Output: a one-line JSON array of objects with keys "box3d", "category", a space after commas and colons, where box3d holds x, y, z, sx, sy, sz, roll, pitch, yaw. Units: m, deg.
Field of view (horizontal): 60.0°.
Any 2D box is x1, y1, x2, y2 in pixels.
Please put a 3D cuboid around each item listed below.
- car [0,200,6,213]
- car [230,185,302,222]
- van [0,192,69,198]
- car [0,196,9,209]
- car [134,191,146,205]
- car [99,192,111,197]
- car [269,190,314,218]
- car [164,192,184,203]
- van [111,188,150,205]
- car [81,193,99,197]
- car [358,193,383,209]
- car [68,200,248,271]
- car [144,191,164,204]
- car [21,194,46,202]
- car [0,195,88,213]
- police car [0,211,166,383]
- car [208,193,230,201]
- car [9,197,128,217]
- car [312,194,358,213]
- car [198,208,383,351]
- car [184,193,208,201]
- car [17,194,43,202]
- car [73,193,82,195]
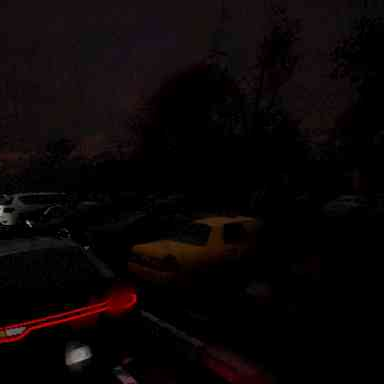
[{"box3d": [-8.935, 1.294, 12.911, 2.097, 1.767, 4.553, -2, 1, -39], "category": "car"}, {"box3d": [5.649, 0.569, 22.991, 5.566, 2.045, 2.435, -2, 1, -39], "category": "car"}, {"box3d": [-11.345, 1.040, 23.442, 4.442, 1.987, 1.878, -2, 1, -39], "category": "van"}, {"box3d": [-25.518, 1.351, 40.816, 4.892, 1.521, 2.231, -2, 1, -39], "category": "car"}, {"box3d": [-3.082, 0.880, 33.838, 4.674, 1.452, 2.002, -2, 1, -39], "category": "car"}, {"box3d": [-8.359, 0.732, 40.314, 4.553, 1.767, 2.185, -2, 1, -39], "category": "car"}, {"box3d": [7.426, 0.819, 20.845, 5.008, 1.535, 2.097, -2, 2, -39], "category": "car"}, {"box3d": [0.418, 0.831, 29.504, 5.008, 1.535, 2.097, -2, 1, -39], "category": "car"}, {"box3d": [-6.500, 0.619, 38.241, 4.442, 1.987, 1.878, -2, 1, -39], "category": "van"}, {"box3d": [-11.824, 0.919, 44.672, 4.674, 1.452, 2.002, -2, 1, -39], "category": "car"}, {"box3d": [10.905, 0.572, 16.496, 5.566, 2.045, 2.435, -2, 2, -39], "category": "car"}, {"box3d": [-0.853, 1.254, 10.295, 5.008, 1.535, 2.097, -2, 2, -39], "category": "car"}, {"box3d": [-1.474, 0.839, 31.557, 5.366, 1.575, 1.946, -2, 1, -39], "category": "car"}, {"box3d": [-34.935, 1.289, 73.359, 4.674, 1.452, 2.002, -2, 1, -39], "category": "car"}, {"box3d": [-9.671, 1.265, 21.190, 5.008, 1.535, 2.097, -2, 1, -39], "category": "car"}, {"box3d": [-2.727, 1.368, 5.224, 1.930, 1.638, 5.238, -2, 2, -39], "category": "police car"}, {"box3d": [3.949, 0.851, 25.196, 4.792, 1.488, 2.163, -2, 1, -39], "category": "car"}, {"box3d": [-6.140, 1.258, 16.829, 4.892, 1.521, 2.231, -2, 1, -39], "category": "car"}, {"box3d": [9.103, 0.859, 18.779, 4.674, 1.452, 2.002, -2, 2, -39], "category": "car"}, {"box3d": [2.700, 1.290, 5.962, 4.792, 1.488, 2.163, -2, 2, -39], "category": "car"}, {"box3d": [2.152, 0.857, 27.325, 4.792, 1.488, 2.163, -2, 1, -39], "category": "car"}, {"box3d": [-36.905, 1.284, 75.816, 5.008, 1.535, 2.097, -2, 1, -39], "category": "car"}, {"box3d": [-13.572, 0.894, 46.843, 5.008, 1.535, 2.097, -2, 1, -39], "category": "car"}]
